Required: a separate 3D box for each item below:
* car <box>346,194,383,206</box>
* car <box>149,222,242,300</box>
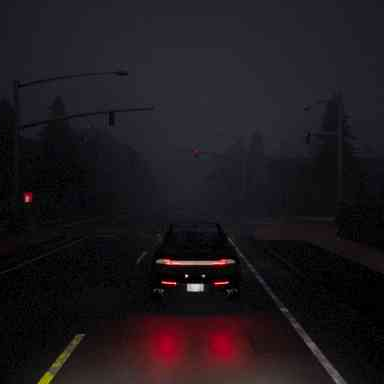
[{"bbox_3d":[15.864,1.202,28.885,5.566,2.045,2.150,0,0,-8],"label":"car"},{"bbox_3d":[0.079,1.492,8.356,2.128,1.511,4.902,0,0,0],"label":"car"}]
